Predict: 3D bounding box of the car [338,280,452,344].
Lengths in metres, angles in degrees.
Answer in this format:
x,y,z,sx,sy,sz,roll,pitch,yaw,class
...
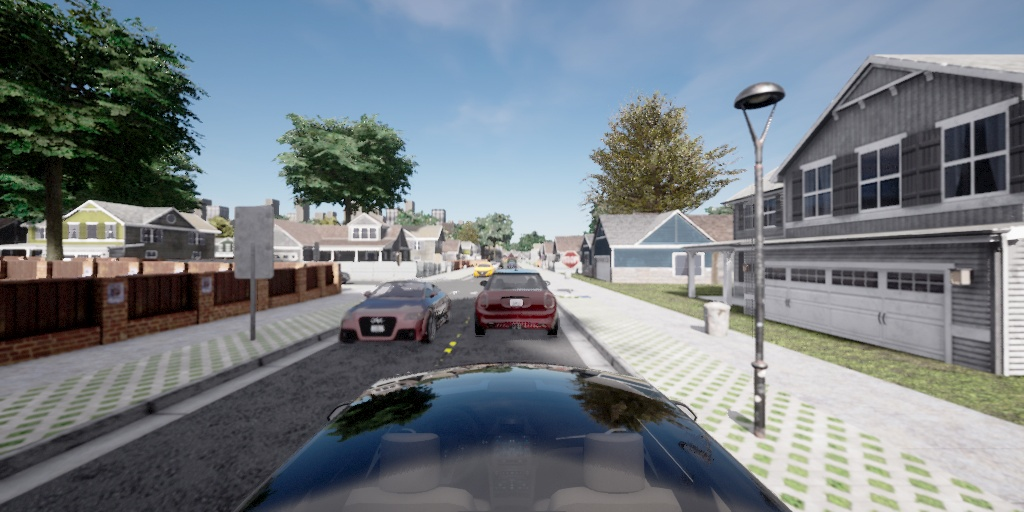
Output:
x,y,z,sx,sy,sz,roll,pitch,yaw,class
-2.851,1.358,9.592,1.994,1.385,4.181,0,0,0,car

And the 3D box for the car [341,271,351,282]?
x,y,z,sx,sy,sz,roll,pitch,yaw,class
-13.559,1.266,24.621,4.674,1.442,1.812,1,0,2,car

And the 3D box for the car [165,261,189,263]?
x,y,z,sx,sy,sz,roll,pitch,yaw,class
-22.904,1.123,24.662,4.902,1.511,2.128,1,0,0,car

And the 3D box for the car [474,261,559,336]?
x,y,z,sx,sy,sz,roll,pitch,yaw,class
0.101,1.152,10.717,2.097,1.767,4.553,0,0,0,car
